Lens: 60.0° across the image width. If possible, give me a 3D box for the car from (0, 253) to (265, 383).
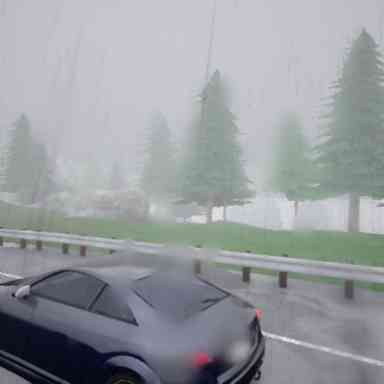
[{"bbox_3d":[-1.194,1.548,4.411,4.181,1.385,1.994,0,0,33],"label":"car"}]
